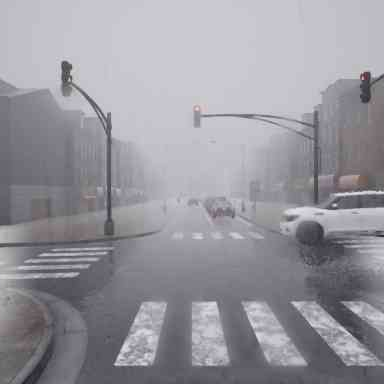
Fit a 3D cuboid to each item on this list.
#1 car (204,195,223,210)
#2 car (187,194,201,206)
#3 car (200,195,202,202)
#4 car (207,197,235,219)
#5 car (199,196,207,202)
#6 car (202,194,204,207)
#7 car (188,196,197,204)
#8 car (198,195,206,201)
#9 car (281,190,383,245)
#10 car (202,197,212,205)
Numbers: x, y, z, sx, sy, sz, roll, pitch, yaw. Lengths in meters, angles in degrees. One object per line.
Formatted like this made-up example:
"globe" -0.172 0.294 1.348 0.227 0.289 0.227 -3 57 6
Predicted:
"car" 2.686 1.360 35.094 2.192 1.841 5.009 -1 0 0
"car" 0.196 1.617 57.750 1.837 1.490 4.892 0 0 0
"car" 2.713 1.530 51.301 1.967 1.590 4.097 -1 0 0
"car" 2.678 1.472 29.691 1.967 1.590 4.097 -1 0 0
"car" 2.768 1.800 83.714 1.802 1.307 4.206 -1 0 0
"car" 2.694 1.373 40.496 2.192 1.841 5.009 -1 0 0
"car" 0.199 1.659 68.829 1.837 1.490 4.892 0 0 1
"car" 2.784 1.711 94.520 1.967 1.590 4.097 -1 0 0
"car" 6.489 0.997 13.619 5.566 2.045 2.150 -2 0 12
"car" 2.732 1.654 62.275 1.752 1.417 4.829 -1 0 0
